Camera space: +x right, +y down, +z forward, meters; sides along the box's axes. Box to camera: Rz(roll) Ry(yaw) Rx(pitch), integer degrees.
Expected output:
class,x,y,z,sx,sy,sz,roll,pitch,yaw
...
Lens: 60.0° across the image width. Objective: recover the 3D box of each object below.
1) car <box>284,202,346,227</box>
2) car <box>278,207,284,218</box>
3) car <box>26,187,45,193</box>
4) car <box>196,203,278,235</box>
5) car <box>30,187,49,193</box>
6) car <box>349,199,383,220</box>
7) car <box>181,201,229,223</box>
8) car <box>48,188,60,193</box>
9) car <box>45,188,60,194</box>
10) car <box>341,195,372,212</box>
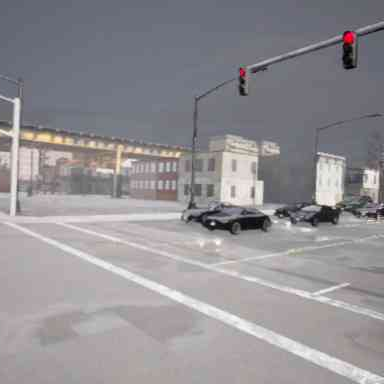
class,x,y,z,sx,sy,sz,roll,pitch,yaw
car,9.043,1.634,24.269,4.674,1.442,1.812,1,1,-40
car,9.451,1.603,29.174,5.357,1.411,2.033,1,1,-39
car,-39.569,-0.343,86.187,4.974,1.542,2.038,2,0,20
car,2.633,1.535,18.911,4.181,1.385,1.994,1,1,-40
car,-39.611,-0.503,86.205,4.536,1.218,1.853,2,0,20
car,17.062,1.733,30.959,4.902,1.511,2.128,1,1,-40
car,1.467,1.392,22.495,4.902,1.511,2.128,1,1,-40
car,-35.861,-0.349,86.597,1.853,1.218,4.536,2,0,-10
car,-35.858,-0.191,86.546,2.038,1.542,4.974,2,0,-10
car,17.659,1.411,36.009,5.566,2.045,2.150,1,1,-39
